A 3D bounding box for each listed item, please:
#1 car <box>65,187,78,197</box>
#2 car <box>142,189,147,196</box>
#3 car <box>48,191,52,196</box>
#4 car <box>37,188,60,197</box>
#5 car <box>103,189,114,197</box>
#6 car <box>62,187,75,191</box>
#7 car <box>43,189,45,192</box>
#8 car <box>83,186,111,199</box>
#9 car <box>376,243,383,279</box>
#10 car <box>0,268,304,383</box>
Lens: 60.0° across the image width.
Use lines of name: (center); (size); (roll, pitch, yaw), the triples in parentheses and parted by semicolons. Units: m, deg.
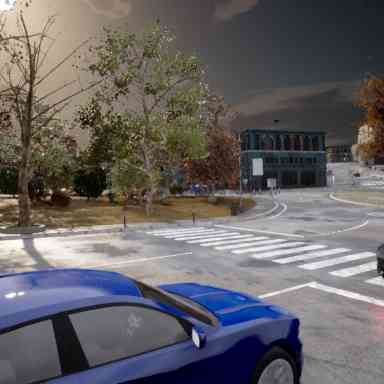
car: (-23.024, 0.350, 67.963); (2.163, 1.488, 4.792); (-1, 2, 17)
car: (-8.722, -0.083, 57.303); (2.435, 2.045, 5.566); (-1, 2, 16)
car: (-27.743, 0.293, 71.614); (2.231, 1.521, 4.892); (-1, 2, 18)
car: (-32.434, 0.101, 75.250); (2.185, 1.767, 4.553); (0, 2, 18)
car: (-13.518, 0.124, 60.817); (2.185, 1.767, 4.553); (-2, 2, 16)
car: (-25.392, 0.061, 69.763); (2.435, 2.045, 5.566); (0, 2, 17)
car: (-30.077, 0.261, 73.450); (2.097, 1.535, 5.008); (0, 2, 18)
car: (-18.280, 0.053, 64.423); (2.435, 2.045, 5.566); (-2, 2, 17)
car: (6.560, 1.474, 8.409); (4.892, 1.490, 1.837); (0, 0, -35)
car: (-1.039, 1.477, 3.006); (5.008, 1.535, 1.882); (0, 0, -36)
